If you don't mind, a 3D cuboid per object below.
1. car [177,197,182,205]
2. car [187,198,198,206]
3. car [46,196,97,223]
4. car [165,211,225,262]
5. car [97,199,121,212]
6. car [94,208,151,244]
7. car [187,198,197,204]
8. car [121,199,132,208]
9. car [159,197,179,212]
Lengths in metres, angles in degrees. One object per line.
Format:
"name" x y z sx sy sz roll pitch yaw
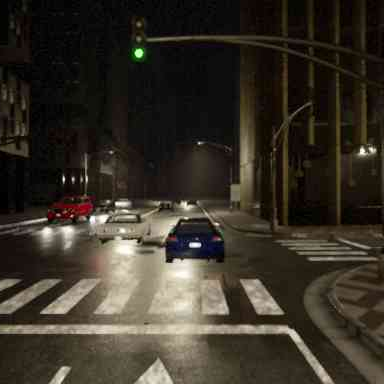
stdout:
"car" -3.190 1.798 66.794 1.837 1.490 4.892 0 0 0
"car" 0.011 1.813 59.851 2.033 1.411 5.357 0 0 1
"car" -9.855 1.363 27.281 2.150 2.045 5.566 0 0 0
"car" 0.097 1.634 12.364 1.994 1.385 4.181 0 0 0
"car" -9.846 1.673 37.353 2.128 1.511 4.902 0 0 0
"car" -3.154 1.693 16.473 1.895 1.301 4.718 0 0 0
"car" -0.014 1.890 71.234 1.895 1.301 4.718 0 0 0
"car" -9.796 1.744 47.397 1.812 1.442 4.674 0 0 0
"car" -3.159 1.748 42.593 2.033 1.411 5.357 0 0 0
